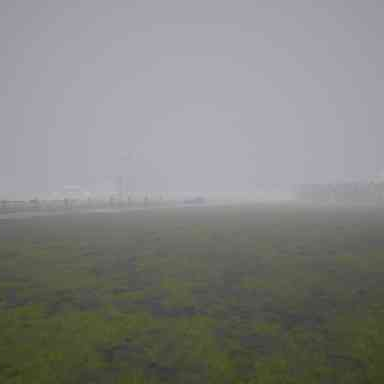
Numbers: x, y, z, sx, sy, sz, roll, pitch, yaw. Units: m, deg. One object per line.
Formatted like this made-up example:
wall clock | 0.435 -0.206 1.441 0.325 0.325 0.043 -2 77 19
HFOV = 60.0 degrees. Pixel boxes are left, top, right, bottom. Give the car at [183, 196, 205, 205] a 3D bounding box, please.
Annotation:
car | 0.361 1.469 59.888 1.882 1.535 5.008 1 0 34
